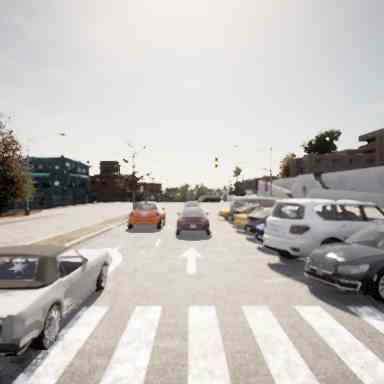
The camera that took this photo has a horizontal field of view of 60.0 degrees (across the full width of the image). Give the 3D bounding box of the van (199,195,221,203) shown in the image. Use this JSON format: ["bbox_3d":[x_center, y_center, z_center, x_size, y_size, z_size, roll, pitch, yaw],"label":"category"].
[{"bbox_3d":[4.778,1.694,81.201,4.442,1.987,1.878,1,-2,-20],"label":"van"}]

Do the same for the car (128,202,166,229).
[{"bbox_3d":[-2.952,1.452,22.661,2.097,1.767,4.553,0,0,0],"label":"car"}]

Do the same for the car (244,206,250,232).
[{"bbox_3d":[5.044,1.540,14.043,5.008,1.535,2.097,1,0,-20],"label":"car"}]

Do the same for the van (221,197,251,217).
[{"bbox_3d":[4.905,1.387,25.933,4.442,1.987,1.878,1,0,-20],"label":"van"}]

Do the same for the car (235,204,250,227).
[{"bbox_3d":[5.025,1.559,17.028,4.892,1.521,2.231,1,-1,-20],"label":"car"}]

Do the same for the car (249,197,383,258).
[{"bbox_3d":[5.074,1.275,11.080,5.566,2.045,2.435,1,-1,-20],"label":"car"}]

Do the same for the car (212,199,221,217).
[{"bbox_3d":[4.831,1.629,28.890,5.366,1.575,1.946,1,0,-20],"label":"car"}]

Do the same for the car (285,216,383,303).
[{"bbox_3d":[5.061,1.516,8.077,4.892,1.521,2.231,1,0,-20],"label":"car"}]

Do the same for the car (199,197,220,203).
[{"bbox_3d":[4.690,2.184,90.102,5.366,1.575,1.946,1,-2,-20],"label":"car"}]

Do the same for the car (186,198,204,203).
[{"bbox_3d":[0.021,1.709,35.074,1.812,1.442,4.674,0,0,0],"label":"car"}]

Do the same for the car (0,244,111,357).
[{"bbox_3d":[-2.914,1.615,6.134,1.895,1.301,4.718,0,0,0],"label":"car"}]

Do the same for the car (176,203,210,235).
[{"bbox_3d":[0.054,1.605,19.345,1.812,1.442,4.674,0,0,0],"label":"car"}]

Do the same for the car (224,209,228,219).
[{"bbox_3d":[5.043,1.625,23.005,4.792,1.488,2.163,1,-1,-20],"label":"car"}]

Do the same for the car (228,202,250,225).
[{"bbox_3d":[5.198,1.575,20.076,5.366,1.575,1.946,1,-1,-20],"label":"car"}]
